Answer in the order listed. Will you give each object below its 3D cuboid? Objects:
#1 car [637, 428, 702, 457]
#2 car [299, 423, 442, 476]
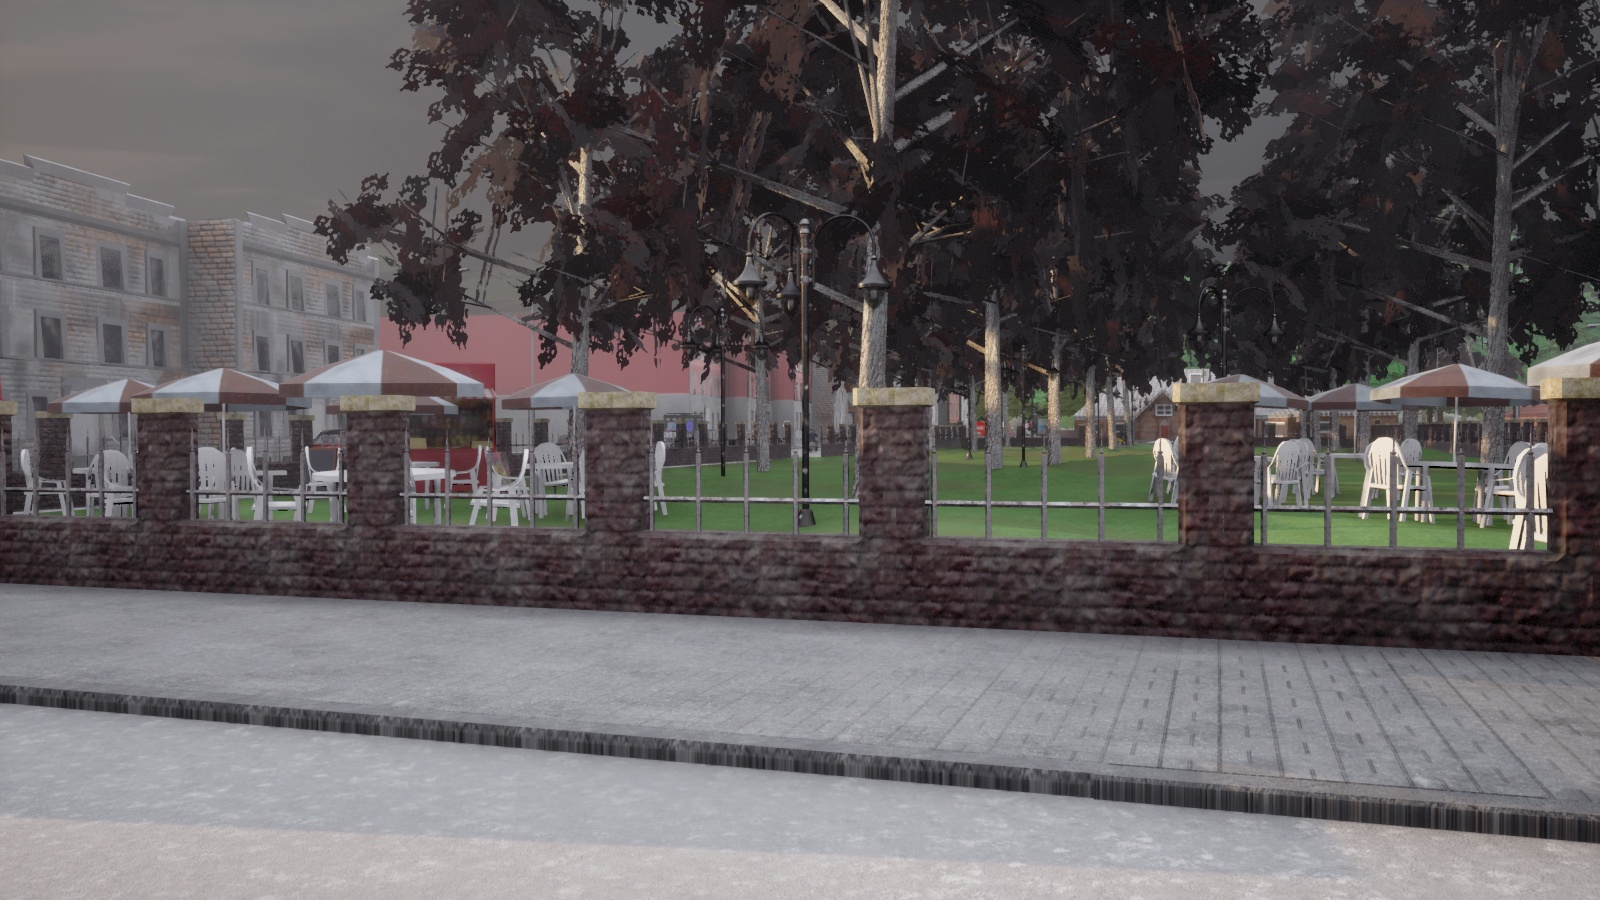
[{"bbox_3d":[-7.759,-0.477,75.240,2.033,1.649,4.856,1,1,18],"label":"car"},{"bbox_3d":[-14.440,-0.064,42.498,2.242,1.667,4.611,1,1,18],"label":"car"}]
